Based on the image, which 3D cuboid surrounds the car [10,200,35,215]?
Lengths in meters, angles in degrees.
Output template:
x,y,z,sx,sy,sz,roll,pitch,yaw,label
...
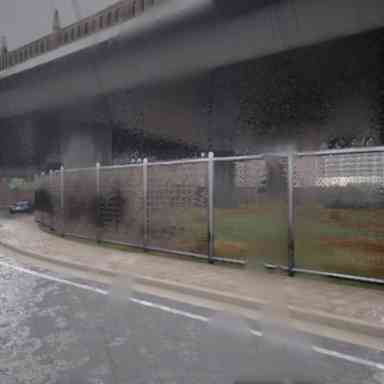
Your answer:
x,y,z,sx,sy,sz,roll,pitch,yaw,label
-16.007,1.478,32.969,1.994,1.385,4.181,0,0,4,car
